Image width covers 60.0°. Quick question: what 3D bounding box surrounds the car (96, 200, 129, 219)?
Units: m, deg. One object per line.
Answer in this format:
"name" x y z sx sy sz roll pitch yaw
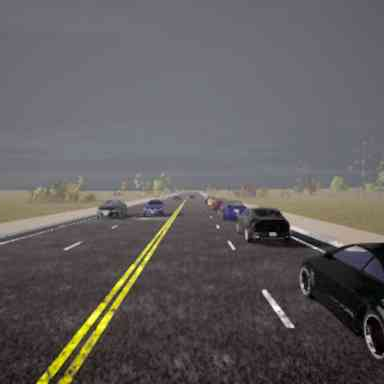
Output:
"car" -6.591 1.406 27.918 2.128 1.511 4.902 0 0 0

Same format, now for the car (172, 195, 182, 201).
"car" -3.236 1.262 71.681 1.994 1.385 4.181 0 0 0

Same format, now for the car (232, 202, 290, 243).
"car" 3.254 1.456 15.795 1.837 1.490 4.892 0 0 0

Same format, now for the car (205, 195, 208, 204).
"car" 3.260 1.304 48.984 1.801 1.575 5.366 0 0 0

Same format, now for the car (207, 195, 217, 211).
"car" 3.258 1.388 37.825 2.163 1.488 4.792 0 0 0

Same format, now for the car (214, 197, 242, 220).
"car" 3.256 1.422 26.824 2.163 1.488 4.792 0 0 0

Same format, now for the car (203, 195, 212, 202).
"car" 3.264 1.369 70.825 1.895 1.301 4.718 0 0 0

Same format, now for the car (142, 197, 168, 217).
"car" -3.340 1.432 30.500 1.812 1.442 4.674 0 0 0

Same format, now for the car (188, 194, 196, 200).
"car" 0.017 1.084 80.454 2.033 1.411 5.357 0 0 0

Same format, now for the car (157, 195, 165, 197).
"car" -6.487 1.350 69.028 1.895 1.301 4.718 0 0 0

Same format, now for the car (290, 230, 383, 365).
"car" 3.348 1.547 5.770 1.994 1.385 4.181 0 0 1

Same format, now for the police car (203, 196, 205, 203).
"police car" 3.262 1.315 59.795 2.038 1.542 4.974 0 0 0
